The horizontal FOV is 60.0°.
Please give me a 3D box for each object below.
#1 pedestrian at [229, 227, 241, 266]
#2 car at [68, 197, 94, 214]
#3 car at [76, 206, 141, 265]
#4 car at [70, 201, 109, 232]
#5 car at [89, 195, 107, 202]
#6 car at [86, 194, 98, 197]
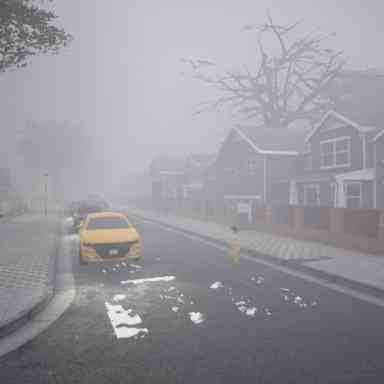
[{"bbox_3d":[1.353,1.569,10.058,0.375,1.300,0.375,0,0,-21],"label":"pedestrian"},{"bbox_3d":[-11.701,1.576,34.337,2.128,1.511,4.902,-1,0,-21],"label":"car"},{"bbox_3d":[-3.145,1.512,12.194,1.882,1.535,5.008,-1,0,-19],"label":"car"},{"bbox_3d":[-6.494,1.554,20.937,1.837,1.490,4.892,-1,0,-21],"label":"car"},{"bbox_3d":[-11.812,1.560,42.553,1.882,1.535,5.008,-1,0,-21],"label":"car"},{"bbox_3d":[-15.673,1.346,52.324,2.150,2.045,5.566,-1,0,-21],"label":"car"}]
